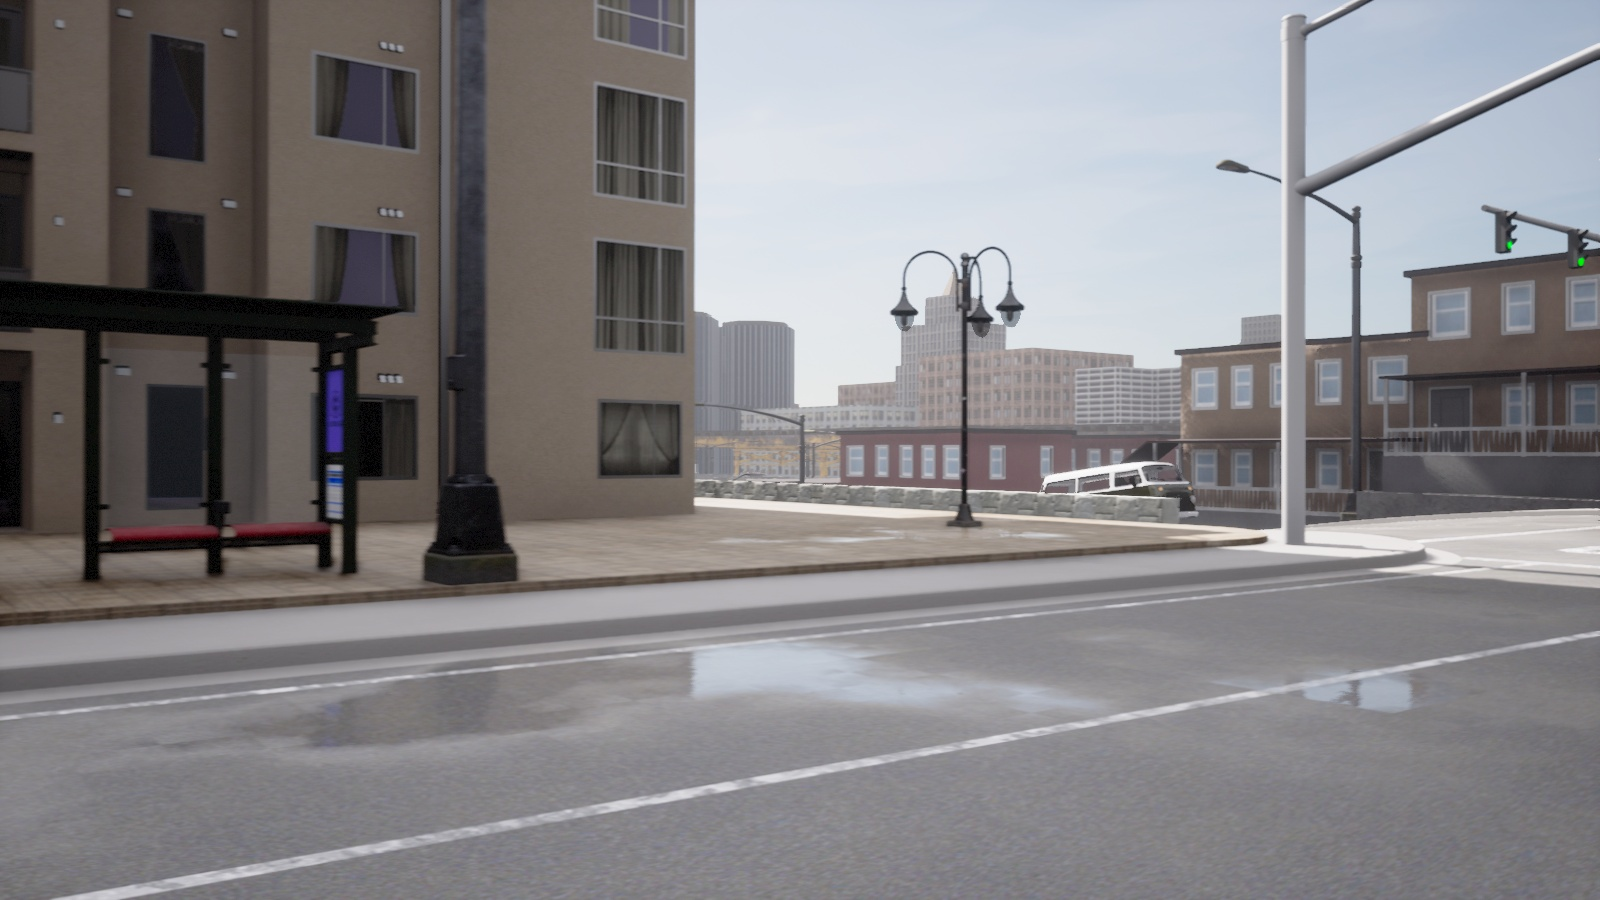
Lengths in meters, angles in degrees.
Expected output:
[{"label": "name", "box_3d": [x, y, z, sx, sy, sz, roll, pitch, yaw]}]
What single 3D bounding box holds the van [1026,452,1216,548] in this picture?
[{"label": "van", "box_3d": [8.536, 1.390, 33.796, 2.069, 2.038, 4.480, 0, -8, -36]}]
